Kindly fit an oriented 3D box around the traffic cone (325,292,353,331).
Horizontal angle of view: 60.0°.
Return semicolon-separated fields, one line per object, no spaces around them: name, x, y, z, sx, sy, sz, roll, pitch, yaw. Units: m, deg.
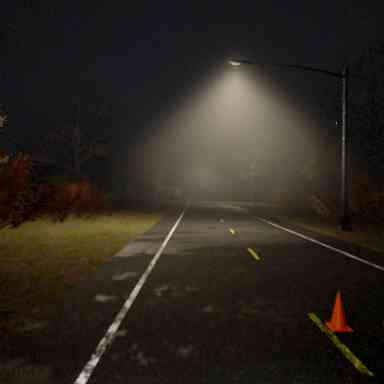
traffic cone;2.470;1.988;5.608;0.340;0.580;0.340;1;0;1
